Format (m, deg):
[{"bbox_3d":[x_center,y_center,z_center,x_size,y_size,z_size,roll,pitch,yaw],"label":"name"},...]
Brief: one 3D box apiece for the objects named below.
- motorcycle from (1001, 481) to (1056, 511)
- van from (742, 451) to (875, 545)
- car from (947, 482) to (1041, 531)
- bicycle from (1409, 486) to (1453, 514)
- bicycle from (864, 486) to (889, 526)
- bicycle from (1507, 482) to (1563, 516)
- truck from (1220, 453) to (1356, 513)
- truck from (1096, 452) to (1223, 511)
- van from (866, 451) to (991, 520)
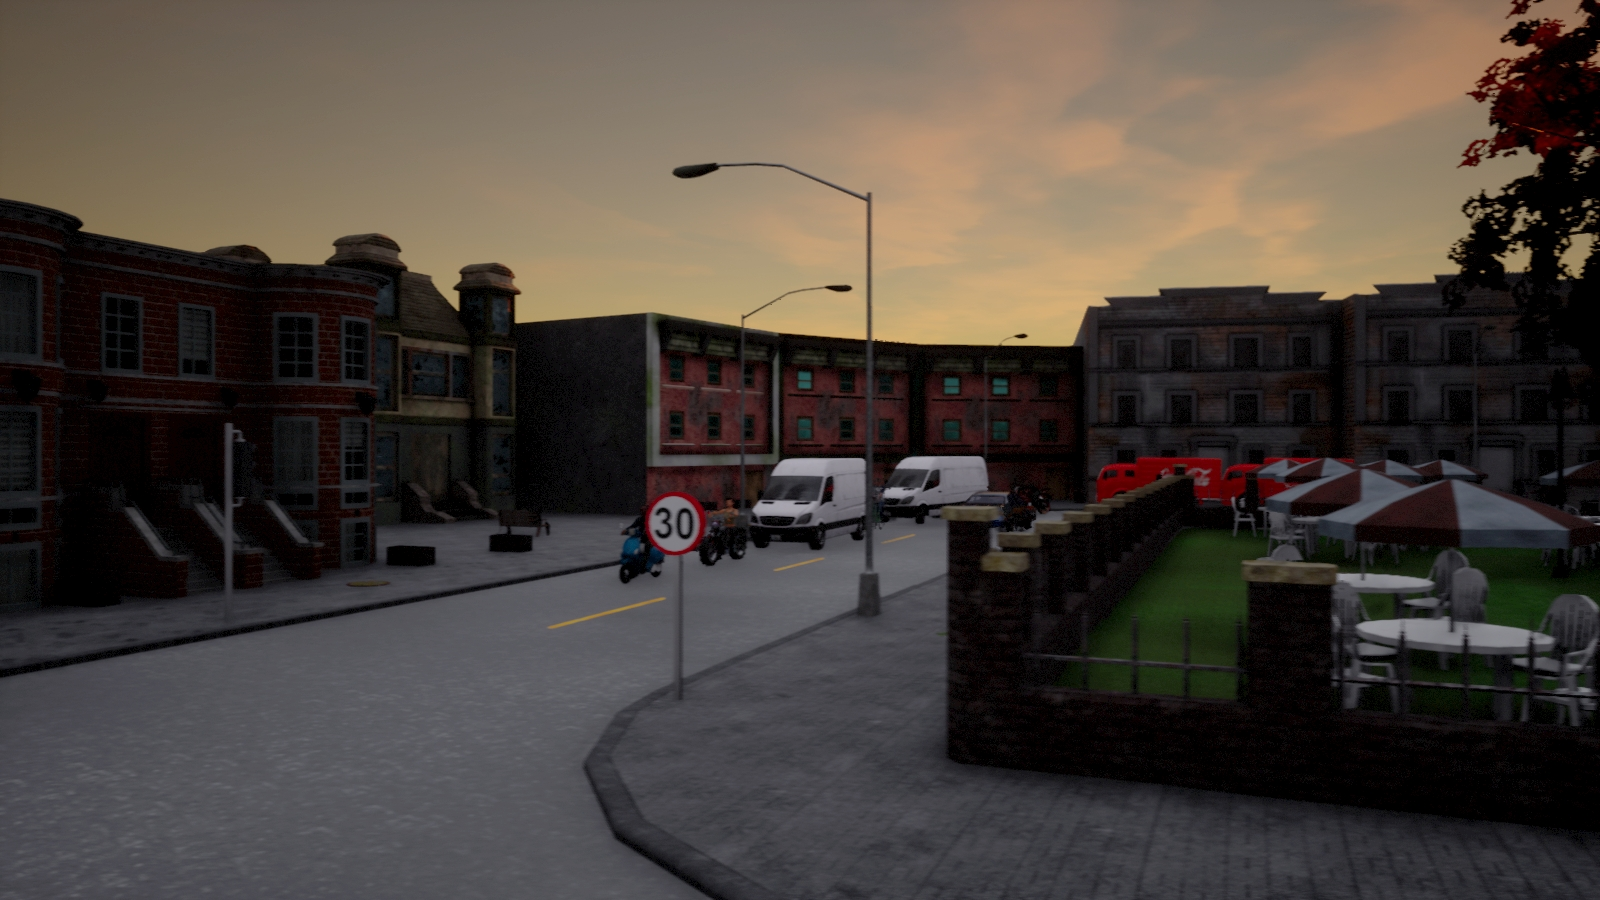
[{"bbox_3d":[9.895,1.984,49.556,2.209,1.251,0.867,0,0,-20],"label":"motorcycle"},{"bbox_3d":[0.397,1.313,34.271,1.988,2.561,5.915,0,0,21],"label":"van"},{"bbox_3d":[6.753,1.884,39.280,2.033,1.411,5.357,0,0,23],"label":"car"},{"bbox_3d":[25.696,2.034,46.532,1.487,1.080,0.859,0,0,22],"label":"bicycle"},{"bbox_3d":[2.668,1.934,39.789,0.373,1.296,1.643,0,0,22],"label":"bicycle"},{"bbox_3d":[29.116,1.938,45.254,1.835,1.271,0.329,0,0,21],"label":"bicycle"},{"bbox_3d":[20.624,1.345,48.570,5.204,2.467,2.627,0,0,21],"label":"truck"},{"bbox_3d":[15.686,1.347,50.235,5.204,2.467,2.627,0,0,14],"label":"truck"},{"bbox_3d":[5.198,1.313,45.445,1.988,2.561,5.915,0,0,41],"label":"van"}]
